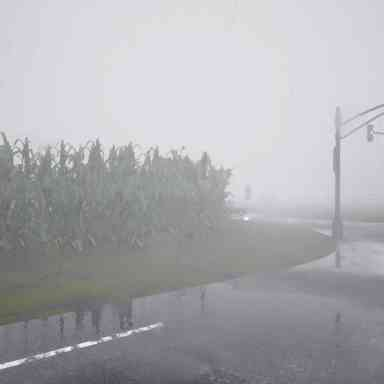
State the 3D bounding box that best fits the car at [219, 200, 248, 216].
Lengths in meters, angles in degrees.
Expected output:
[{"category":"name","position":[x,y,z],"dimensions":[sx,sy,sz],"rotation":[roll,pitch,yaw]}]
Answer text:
[{"category":"car","position":[3.164,1.501,31.949],"dimensions":[2.033,1.411,5.357],"rotation":[1,0,-26]}]
